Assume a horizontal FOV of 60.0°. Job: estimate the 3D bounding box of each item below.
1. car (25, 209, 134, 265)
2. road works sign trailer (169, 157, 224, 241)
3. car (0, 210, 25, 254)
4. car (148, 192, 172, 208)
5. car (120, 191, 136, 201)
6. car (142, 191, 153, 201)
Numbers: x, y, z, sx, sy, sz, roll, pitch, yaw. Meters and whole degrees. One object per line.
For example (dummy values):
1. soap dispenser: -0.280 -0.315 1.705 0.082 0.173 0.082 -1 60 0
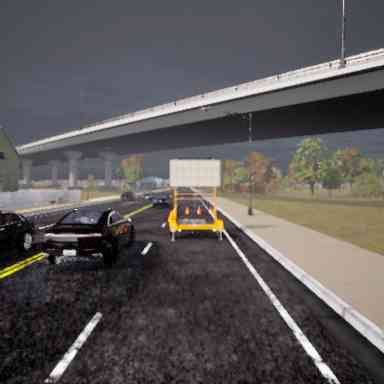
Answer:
1. car: -3.149 1.304 10.976 2.128 1.511 4.902 0 1 0
2. road works sign trailer: 0.137 0.206 15.251 2.380 3.560 2.880 0 1 -3
3. car: -6.597 1.332 10.128 1.837 1.490 4.892 0 1 0
4. car: -3.220 0.939 36.592 2.033 1.411 5.357 0 1 0
5. car: -9.982 0.644 52.037 1.837 1.490 4.892 0 1 0
6. car: -6.735 0.627 52.314 2.128 1.511 4.902 0 1 0
